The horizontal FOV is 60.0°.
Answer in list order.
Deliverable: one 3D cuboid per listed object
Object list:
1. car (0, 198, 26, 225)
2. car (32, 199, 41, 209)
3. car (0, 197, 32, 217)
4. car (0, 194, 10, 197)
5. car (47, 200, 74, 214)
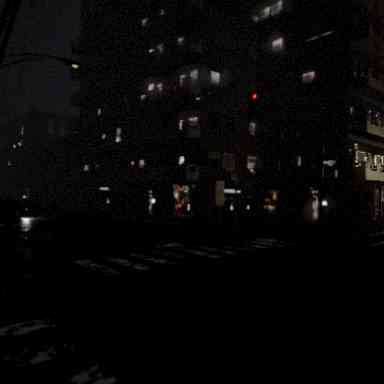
[{"bbox_3d":[-13.242,1.421,22.967,1.967,1.590,4.097,0,0,-41],"label":"car"},{"bbox_3d":[-21.588,1.588,44.548,1.947,1.339,4.313,0,0,-41],"label":"car"},{"bbox_3d":[-16.741,1.520,30.908,1.812,1.442,4.674,1,0,-41],"label":"car"},{"bbox_3d":[-32.467,1.284,57.038,2.192,1.841,5.009,0,0,-41],"label":"car"},{"bbox_3d":[-14.446,1.581,36.348,1.752,1.417,4.829,0,0,-41],"label":"car"}]
